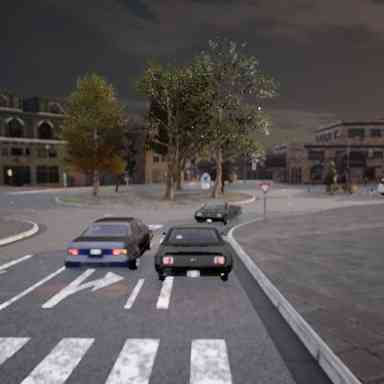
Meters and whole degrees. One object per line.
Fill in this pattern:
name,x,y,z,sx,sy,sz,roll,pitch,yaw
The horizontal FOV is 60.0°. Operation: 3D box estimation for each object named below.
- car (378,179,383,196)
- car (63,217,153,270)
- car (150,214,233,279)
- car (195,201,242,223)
car,23.907,-0.510,37.806,5.566,2.045,2.150,-2,5,-15
car,-2.466,1.540,11.070,2.033,1.411,5.357,0,1,0
car,0.038,1.608,10.048,1.895,1.301,4.718,0,1,0
car,1.847,1.244,21.336,1.895,1.301,4.718,1,4,22
